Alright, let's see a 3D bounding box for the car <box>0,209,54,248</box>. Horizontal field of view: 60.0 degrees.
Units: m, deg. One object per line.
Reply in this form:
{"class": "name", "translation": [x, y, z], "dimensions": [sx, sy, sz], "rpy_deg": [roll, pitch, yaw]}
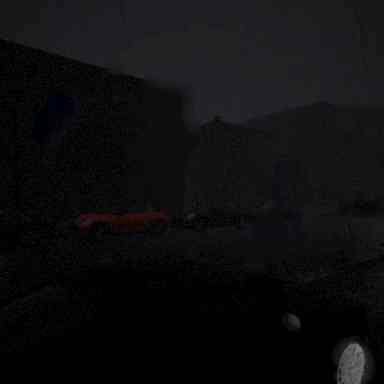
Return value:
{"class": "car", "translation": [-7.976, 1.451, 12.902], "dimensions": [4.892, 1.521, 2.231], "rpy_deg": [0, 0, -36]}

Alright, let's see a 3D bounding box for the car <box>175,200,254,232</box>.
{"class": "car", "translation": [1.024, 1.260, 19.356], "dimensions": [4.553, 1.767, 2.185], "rpy_deg": [0, 0, -36]}

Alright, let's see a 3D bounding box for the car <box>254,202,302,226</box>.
{"class": "car", "translation": [5.593, 1.393, 22.633], "dimensions": [4.674, 1.452, 2.002], "rpy_deg": [0, 0, -36]}

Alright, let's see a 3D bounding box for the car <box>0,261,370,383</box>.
{"class": "car", "translation": [-0.165, 1.468, 3.323], "dimensions": [5.008, 1.535, 1.882], "rpy_deg": [0, 0, -36]}

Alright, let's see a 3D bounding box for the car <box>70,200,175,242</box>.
{"class": "car", "translation": [-3.466, 1.292, 16.136], "dimensions": [4.553, 1.767, 2.185], "rpy_deg": [0, 0, -36]}

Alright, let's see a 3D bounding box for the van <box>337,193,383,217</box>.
{"class": "van", "translation": [14.474, 1.064, 29.003], "dimensions": [4.442, 1.987, 1.878], "rpy_deg": [0, 0, -36]}
